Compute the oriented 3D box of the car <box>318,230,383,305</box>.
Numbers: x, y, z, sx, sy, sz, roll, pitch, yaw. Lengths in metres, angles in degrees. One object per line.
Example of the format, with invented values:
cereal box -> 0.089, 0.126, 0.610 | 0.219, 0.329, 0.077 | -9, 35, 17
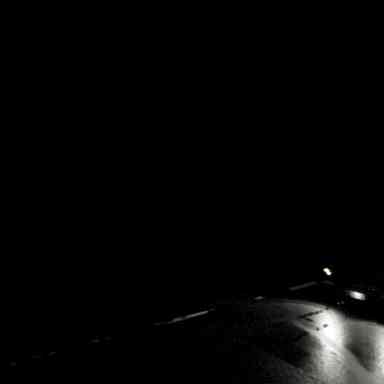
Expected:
car -> 5.246, 1.531, 7.733 | 5.357, 1.411, 2.033 | 0, 0, -35
